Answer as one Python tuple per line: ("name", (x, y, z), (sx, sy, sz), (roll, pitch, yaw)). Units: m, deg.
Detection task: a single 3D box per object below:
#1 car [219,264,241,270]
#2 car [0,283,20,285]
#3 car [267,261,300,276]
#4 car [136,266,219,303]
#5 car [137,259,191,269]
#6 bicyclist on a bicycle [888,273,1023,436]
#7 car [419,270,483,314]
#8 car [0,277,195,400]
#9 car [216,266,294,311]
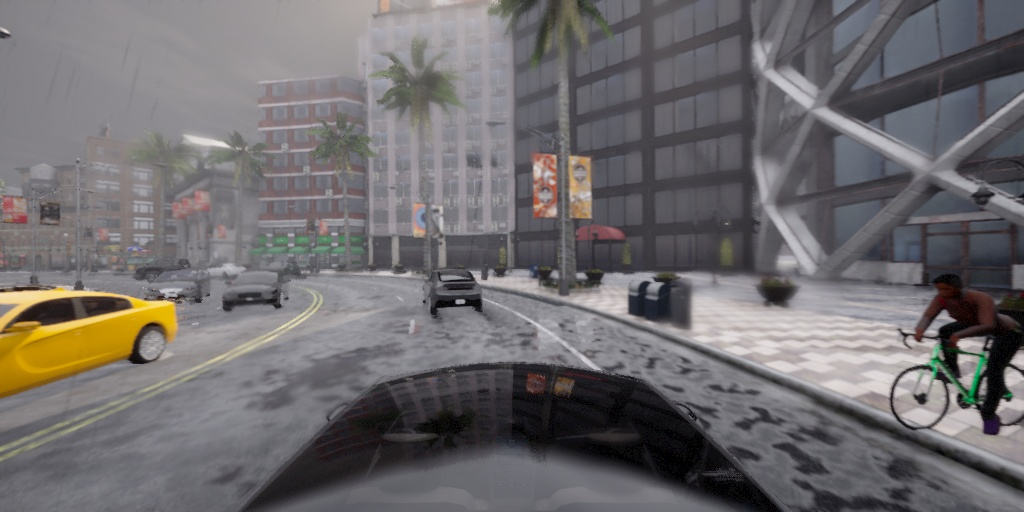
("car", (-29.275, 1.556, 36.933), (4.674, 1.442, 1.812), (-1, 0, 24))
("car", (-11.557, 1.367, 7.425), (1.837, 1.490, 4.892), (0, 0, -15))
("car", (-25.068, 1.341, 38.753), (4.553, 1.767, 2.097), (-1, 0, 29))
("car", (-15.706, 1.392, 17.080), (2.128, 1.511, 4.902), (-1, 0, -35))
("car", (-38.863, 1.343, 40.133), (5.566, 2.045, 2.150), (-1, 0, 9))
("bicyclist on a bicycle", (4.700, 1.005, 3.746), (1.656, 1.620, 0.582), (0, 0, -4))
("car", (-2.474, 1.278, 14.170), (1.837, 1.490, 4.892), (0, 0, -18))
("car", (-7.669, 1.301, 5.395), (1.882, 1.535, 5.008), (-1, 0, -10))
("car", (-10.731, 1.358, 15.330), (1.837, 1.490, 4.892), (-1, 0, -27))
